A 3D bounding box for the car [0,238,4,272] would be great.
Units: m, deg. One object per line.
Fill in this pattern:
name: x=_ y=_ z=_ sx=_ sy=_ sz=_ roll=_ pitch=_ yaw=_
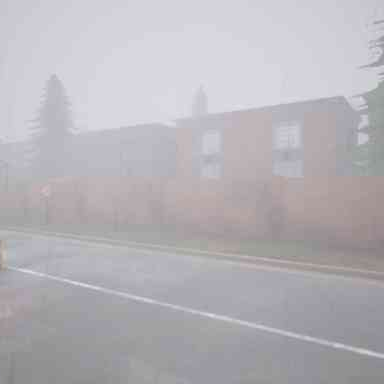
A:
car: x=-6.725 y=1.348 z=8.360 sx=5.008 sy=1.535 sz=1.882 roll=1 pitch=2 yaw=35
